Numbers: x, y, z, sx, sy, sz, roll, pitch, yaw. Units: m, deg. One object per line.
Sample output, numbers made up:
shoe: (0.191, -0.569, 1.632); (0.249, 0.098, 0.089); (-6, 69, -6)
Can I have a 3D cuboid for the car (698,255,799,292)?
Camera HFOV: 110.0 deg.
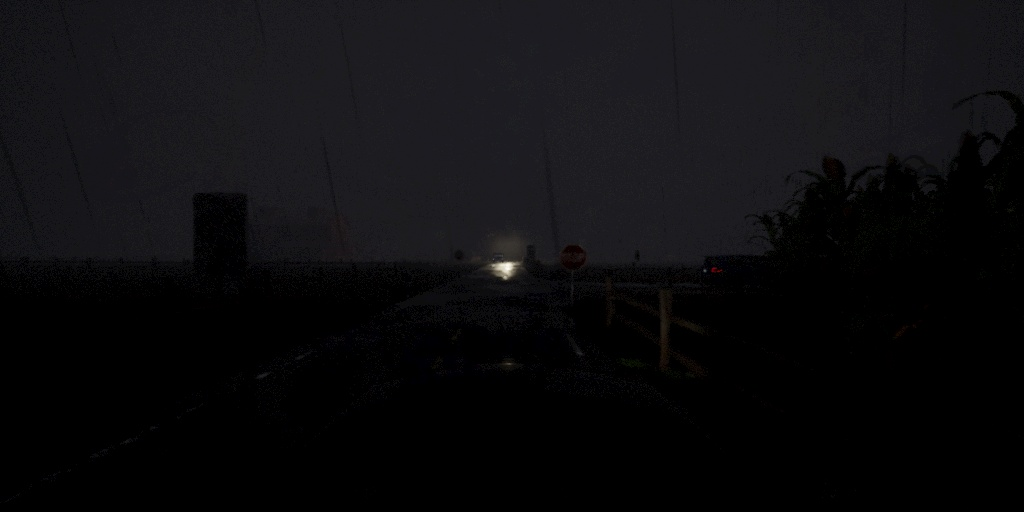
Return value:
car: (13.987, 0.964, 21.053); (5.566, 2.045, 2.150); (0, 1, 0)
